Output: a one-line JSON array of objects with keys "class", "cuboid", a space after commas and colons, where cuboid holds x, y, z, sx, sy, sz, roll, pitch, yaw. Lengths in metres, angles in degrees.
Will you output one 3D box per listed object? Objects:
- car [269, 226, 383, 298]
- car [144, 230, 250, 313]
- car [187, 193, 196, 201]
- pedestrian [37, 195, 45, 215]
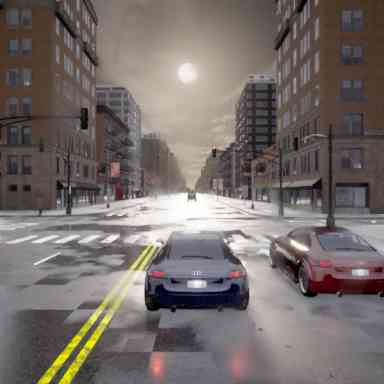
[{"class": "car", "cuboid": [3.335, 1.562, 8.581, 1.994, 1.385, 4.181, 0, 0, 0]}, {"class": "car", "cuboid": [0.085, 1.562, 7.762, 1.994, 1.385, 4.181, 0, 0, 0]}, {"class": "car", "cuboid": [-0.025, 1.189, 80.277, 2.150, 2.045, 5.566, 0, 0, 0]}, {"class": "pedestrian", "cuboid": [-14.152, 1.161, 31.080, 0.375, 1.860, 0.375, 0, 0, 0]}]
